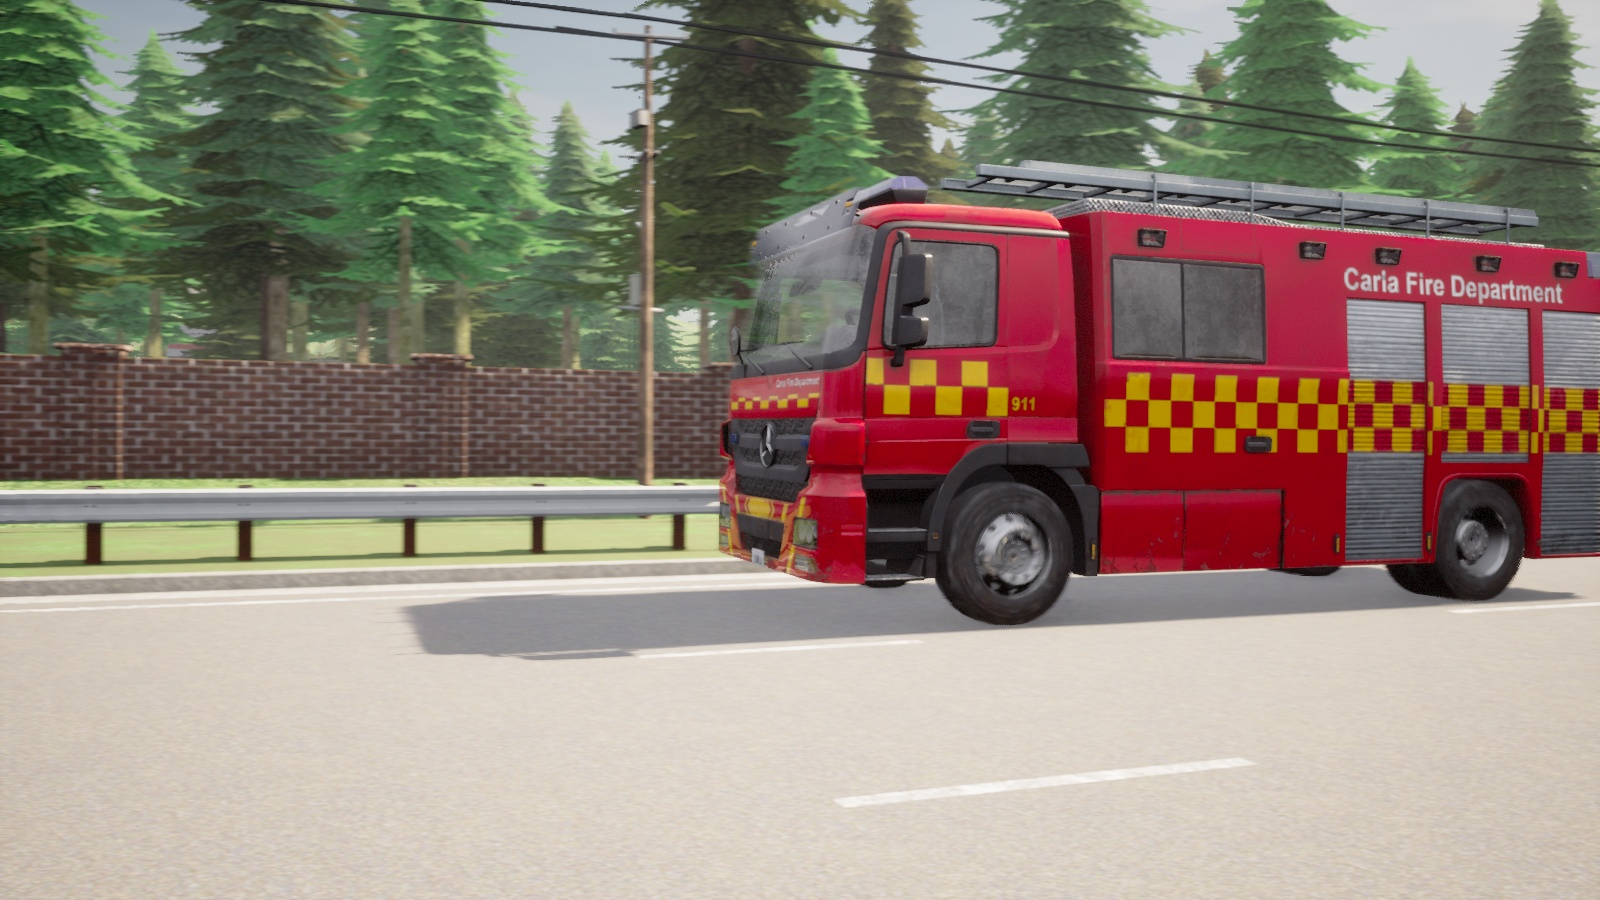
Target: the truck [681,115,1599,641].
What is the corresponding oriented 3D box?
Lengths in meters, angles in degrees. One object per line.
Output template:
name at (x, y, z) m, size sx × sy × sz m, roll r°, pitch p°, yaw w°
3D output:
truck at (3.371, -0.599, 11.992) m, size 8.468 × 3.827 × 2.891 m, roll -1°, pitch 1°, yaw -21°
